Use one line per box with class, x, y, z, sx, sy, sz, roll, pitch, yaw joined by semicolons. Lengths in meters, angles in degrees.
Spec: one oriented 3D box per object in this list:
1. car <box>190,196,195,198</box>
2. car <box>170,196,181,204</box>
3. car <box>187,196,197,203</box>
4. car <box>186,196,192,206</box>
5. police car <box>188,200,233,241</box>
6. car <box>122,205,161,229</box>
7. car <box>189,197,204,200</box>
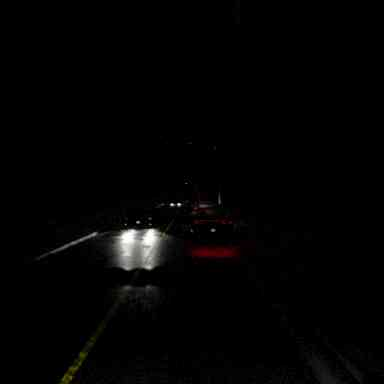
car;0.900;1.456;32.630;1.882;1.535;5.008;0;0;0
car;-3.023;1.507;62.725;2.033;1.411;5.357;0;0;1
car;0.001;1.499;68.156;1.994;1.385;4.181;0;0;0
car;0.001;1.516;53.154;2.033;1.411;5.357;0;0;0
police car;0.900;1.413;16.738;1.930;1.638;5.238;0;0;0
car;-3.098;1.548;21.094;1.994;1.385;4.181;0;0;0
car;0.900;1.460;26.629;1.882;1.535;5.008;0;0;0
